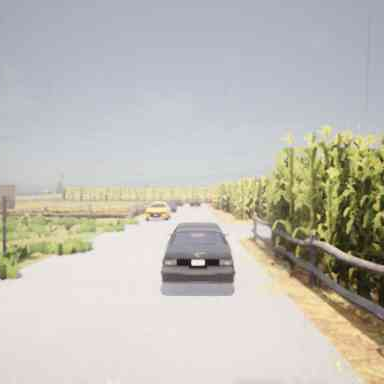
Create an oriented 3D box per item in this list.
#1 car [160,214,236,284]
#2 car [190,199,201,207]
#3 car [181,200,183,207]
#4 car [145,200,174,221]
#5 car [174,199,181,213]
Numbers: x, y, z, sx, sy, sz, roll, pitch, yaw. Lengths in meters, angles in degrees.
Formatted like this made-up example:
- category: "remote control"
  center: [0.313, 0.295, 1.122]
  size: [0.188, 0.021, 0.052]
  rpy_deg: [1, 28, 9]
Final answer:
- category: "car"
  center: [0.168, 1.603, 9.801]
  size: [2.033, 1.411, 5.357]
  rpy_deg: [0, 0, 1]
- category: "car"
  center: [0.561, 1.925, 58.016]
  size: [1.895, 1.301, 4.718]
  rpy_deg: [0, 0, 1]
- category: "car"
  center: [-2.549, 1.887, 57.618]
  size: [1.994, 1.385, 4.181]
  rpy_deg: [0, 0, 1]
- category: "car"
  center: [-2.921, 1.642, 29.404]
  size: [1.882, 1.535, 5.008]
  rpy_deg: [0, 0, 1]
- category: "car"
  center: [-2.804, 1.777, 40.979]
  size: [2.033, 1.411, 5.357]
  rpy_deg: [0, 0, 1]
